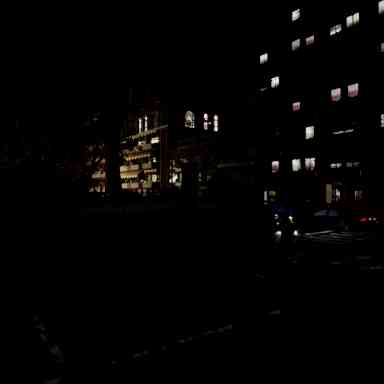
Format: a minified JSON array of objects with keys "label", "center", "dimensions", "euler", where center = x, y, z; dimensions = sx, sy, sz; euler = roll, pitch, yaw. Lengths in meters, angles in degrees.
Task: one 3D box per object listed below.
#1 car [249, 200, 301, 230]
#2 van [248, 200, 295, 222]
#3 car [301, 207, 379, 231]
[{"label":"car","center":[4.937,1.605,23.434],"dimensions":[2.097,1.767,4.553],"euler":[0,-1,-36]},{"label":"van","center":[7.155,1.642,30.201],"dimensions":[1.690,1.788,3.998],"euler":[-1,0,-36]},{"label":"car","center":[9.351,1.731,22.131],"dimensions":[2.033,1.411,5.357],"euler":[0,-1,-34]}]
